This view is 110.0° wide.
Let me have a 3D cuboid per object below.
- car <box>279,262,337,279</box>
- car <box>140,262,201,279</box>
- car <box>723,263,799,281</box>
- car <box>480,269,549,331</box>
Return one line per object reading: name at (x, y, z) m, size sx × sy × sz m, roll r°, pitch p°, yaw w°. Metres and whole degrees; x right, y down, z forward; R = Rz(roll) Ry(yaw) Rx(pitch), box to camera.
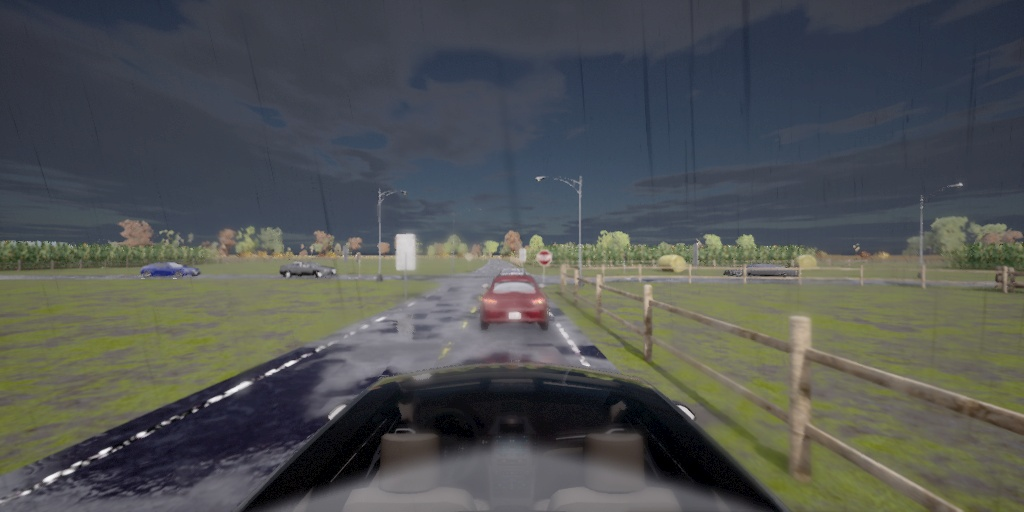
car at (-18.563, 1.264, 32.711) m, size 4.902 × 1.511 × 2.128 m, roll 0°, pitch 0°, yaw 2°
car at (-31.404, 1.296, 33.007) m, size 4.674 × 1.442 × 1.812 m, roll 0°, pitch 0°, yaw 0°
car at (21.347, 1.335, 30.910) m, size 5.357 × 1.411 × 2.033 m, roll 0°, pitch 0°, yaw 11°
car at (0.062, 1.286, 10.946) m, size 1.812 × 1.442 × 4.674 m, roll 0°, pitch 0°, yaw 0°
